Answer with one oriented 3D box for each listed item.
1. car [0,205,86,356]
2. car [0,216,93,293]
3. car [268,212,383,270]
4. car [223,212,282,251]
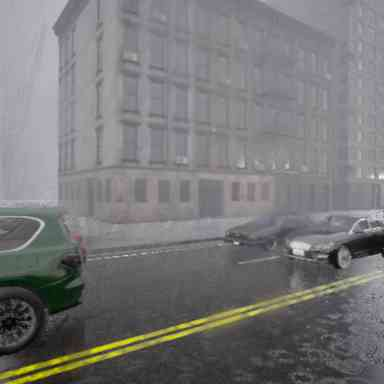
[{"bbox_3d":[-4.352,1.220,4.551,5.566,2.045,2.150,1,0,-35],"label":"car"},{"bbox_3d":[-5.155,1.479,7.966,5.008,1.535,1.882,1,0,-35],"label":"car"},{"bbox_3d":[5.172,1.541,11.329,4.902,1.511,2.128,0,0,-35],"label":"car"},{"bbox_3d":[3.892,1.600,14.412,5.357,1.411,2.033,0,0,-35],"label":"car"}]
